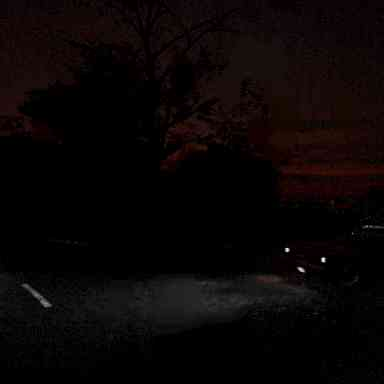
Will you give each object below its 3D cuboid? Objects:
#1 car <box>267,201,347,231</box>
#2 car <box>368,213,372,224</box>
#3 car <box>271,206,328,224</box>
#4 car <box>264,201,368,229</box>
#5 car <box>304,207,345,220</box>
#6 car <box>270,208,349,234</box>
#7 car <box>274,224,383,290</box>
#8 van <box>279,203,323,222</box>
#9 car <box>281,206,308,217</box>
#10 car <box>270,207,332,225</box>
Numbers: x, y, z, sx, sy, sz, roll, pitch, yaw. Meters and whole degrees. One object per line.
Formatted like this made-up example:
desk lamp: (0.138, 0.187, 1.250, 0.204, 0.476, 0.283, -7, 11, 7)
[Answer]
car: (8.715, 1.757, 25.613, 5.566, 2.045, 2.435, 0, -1, 16)
car: (15.691, 2.337, 31.738, 1.837, 1.490, 4.892, 0, -3, 16)
car: (10.797, 2.300, 33.717, 5.366, 1.575, 1.946, 0, -2, 16)
car: (7.245, 1.604, 20.354, 5.566, 2.045, 2.435, 0, -1, 16)
car: (17.729, 2.884, 44.852, 1.882, 1.535, 5.008, 4, -4, -31)
car: (7.939, 1.929, 22.924, 4.892, 1.521, 2.231, 0, -1, 16)
car: (4.928, 1.728, 9.334, 4.718, 1.301, 1.895, 1, -1, -19)
van: (11.855, 2.192, 36.328, 4.442, 1.987, 1.878, 0, -2, 16)
car: (18.272, 3.522, 59.384, 4.553, 1.767, 2.185, 0, -3, 16)
car: (10.069, 2.200, 31.160, 5.366, 1.575, 1.946, 0, -2, 16)
